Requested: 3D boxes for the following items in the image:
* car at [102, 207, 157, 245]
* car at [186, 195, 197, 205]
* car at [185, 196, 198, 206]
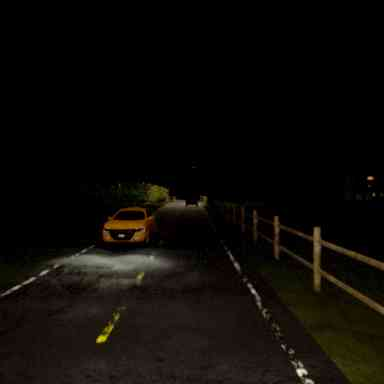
[{"bbox_3d":[-2.797,1.487,15.772,1.882,1.535,5.008,0,0,0],"label":"car"},{"bbox_3d":[-0.019,1.504,65.152,2.097,1.767,4.553,0,0,0],"label":"car"},{"bbox_3d":[-0.017,1.449,55.150,2.097,1.767,4.553,0,0,0],"label":"car"}]
